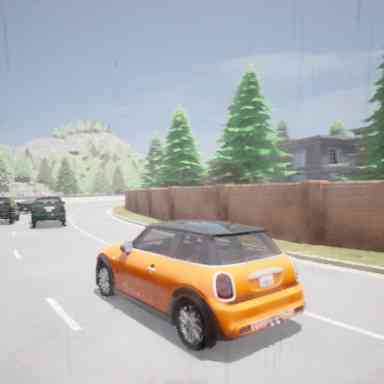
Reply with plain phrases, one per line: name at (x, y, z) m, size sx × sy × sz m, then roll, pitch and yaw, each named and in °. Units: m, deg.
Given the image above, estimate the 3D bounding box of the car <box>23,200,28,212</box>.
car at (-18.707, 1.658, 38.595) m, size 1.882 × 1.535 × 5.008 m, roll -1°, pitch 0°, yaw -13°

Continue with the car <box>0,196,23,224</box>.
car at (-14.815, 1.370, 25.846) m, size 2.150 × 2.045 × 5.566 m, roll -1°, pitch 0°, yaw -22°

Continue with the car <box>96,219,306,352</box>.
car at (-0.198, 1.340, 6.550) m, size 2.097 × 1.767 × 4.553 m, roll -1°, pitch 0°, yaw -37°

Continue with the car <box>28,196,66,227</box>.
car at (-10.370, 1.314, 24.075) m, size 2.150 × 2.045 × 5.566 m, roll -1°, pitch 0°, yaw -24°
